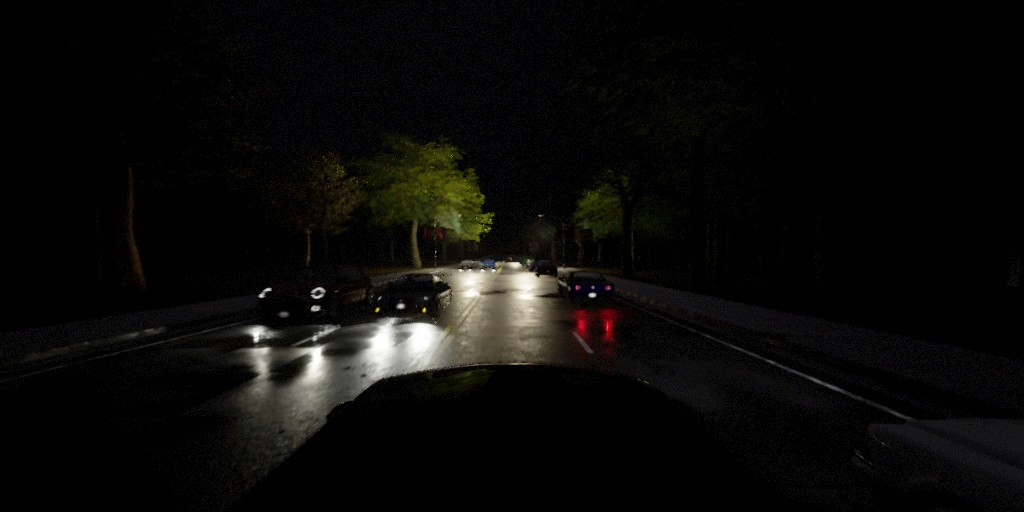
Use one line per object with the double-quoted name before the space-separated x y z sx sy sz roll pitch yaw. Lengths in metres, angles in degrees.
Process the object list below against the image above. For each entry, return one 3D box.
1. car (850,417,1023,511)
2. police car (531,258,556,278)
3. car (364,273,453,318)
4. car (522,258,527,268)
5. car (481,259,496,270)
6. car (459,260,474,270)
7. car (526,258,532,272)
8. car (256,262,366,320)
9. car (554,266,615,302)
"car" 3.350 1.351 0.372 1.895 1.301 4.718 0 0 0
"police car" 3.209 1.182 34.403 1.930 1.638 5.238 0 0 0
"car" -3.349 1.314 12.782 1.994 1.385 4.181 0 0 0
"car" 3.073 1.345 56.345 1.895 1.301 4.718 0 0 0
"car" -3.472 1.226 53.470 1.882 1.535 5.008 0 0 0
"car" -6.718 1.296 53.471 2.033 1.411 5.357 0 0 0
"car" 3.153 1.282 45.304 1.812 1.442 4.674 0 0 0
"car" -6.599 1.101 12.616 2.097 1.767 4.553 0 0 0
"car" 3.349 1.352 17.127 1.895 1.301 4.718 0 0 0
